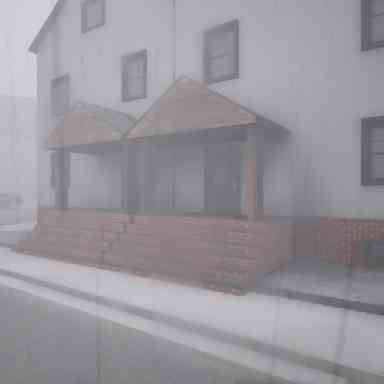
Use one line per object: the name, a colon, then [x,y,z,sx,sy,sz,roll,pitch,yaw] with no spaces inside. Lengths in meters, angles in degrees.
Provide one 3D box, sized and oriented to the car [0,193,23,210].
car: [-16.157,0.891,26.523,1.837,1.490,4.892,0,7,35]
